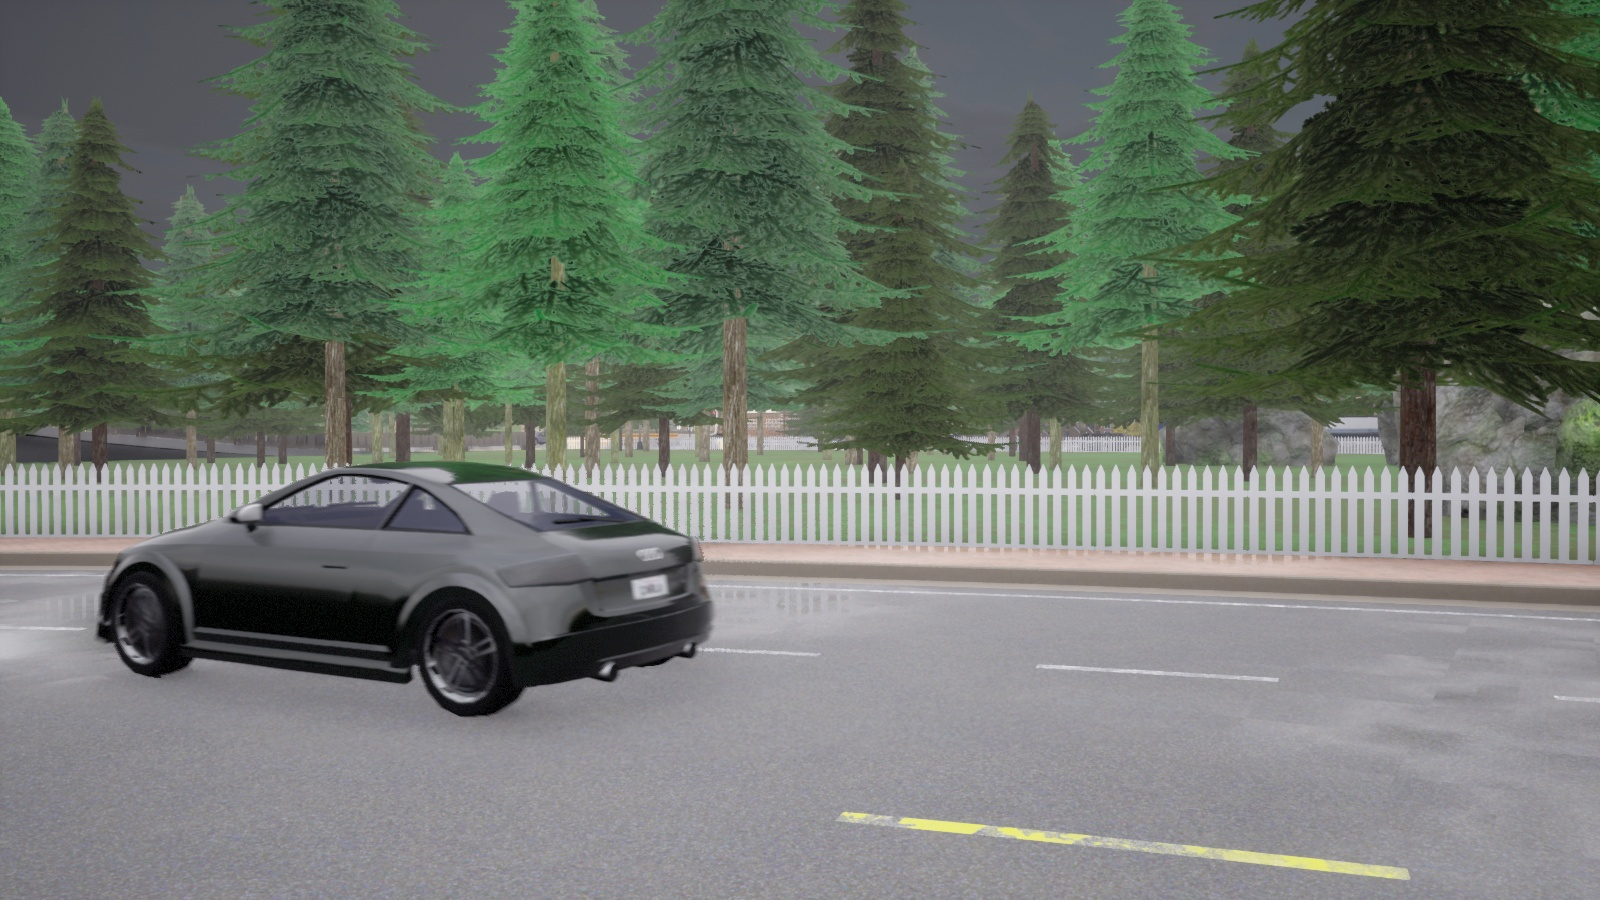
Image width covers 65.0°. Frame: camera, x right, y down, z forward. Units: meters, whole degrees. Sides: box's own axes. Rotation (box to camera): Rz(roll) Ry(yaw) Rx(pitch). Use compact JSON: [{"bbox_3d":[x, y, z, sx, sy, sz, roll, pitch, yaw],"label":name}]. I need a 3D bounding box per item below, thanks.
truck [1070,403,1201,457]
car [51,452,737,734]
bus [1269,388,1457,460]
[{"bbox_3d":[22.241,-1.352,83.439,7.936,3.462,2.891,1,1,33],"label":"truck"},{"bbox_3d":[-2.730,0.746,8.361,4.181,1.385,1.994,1,1,28],"label":"car"},{"bbox_3d":[35.381,-1.628,79.101,10.273,4.253,3.944,1,1,33],"label":"bus"}]
